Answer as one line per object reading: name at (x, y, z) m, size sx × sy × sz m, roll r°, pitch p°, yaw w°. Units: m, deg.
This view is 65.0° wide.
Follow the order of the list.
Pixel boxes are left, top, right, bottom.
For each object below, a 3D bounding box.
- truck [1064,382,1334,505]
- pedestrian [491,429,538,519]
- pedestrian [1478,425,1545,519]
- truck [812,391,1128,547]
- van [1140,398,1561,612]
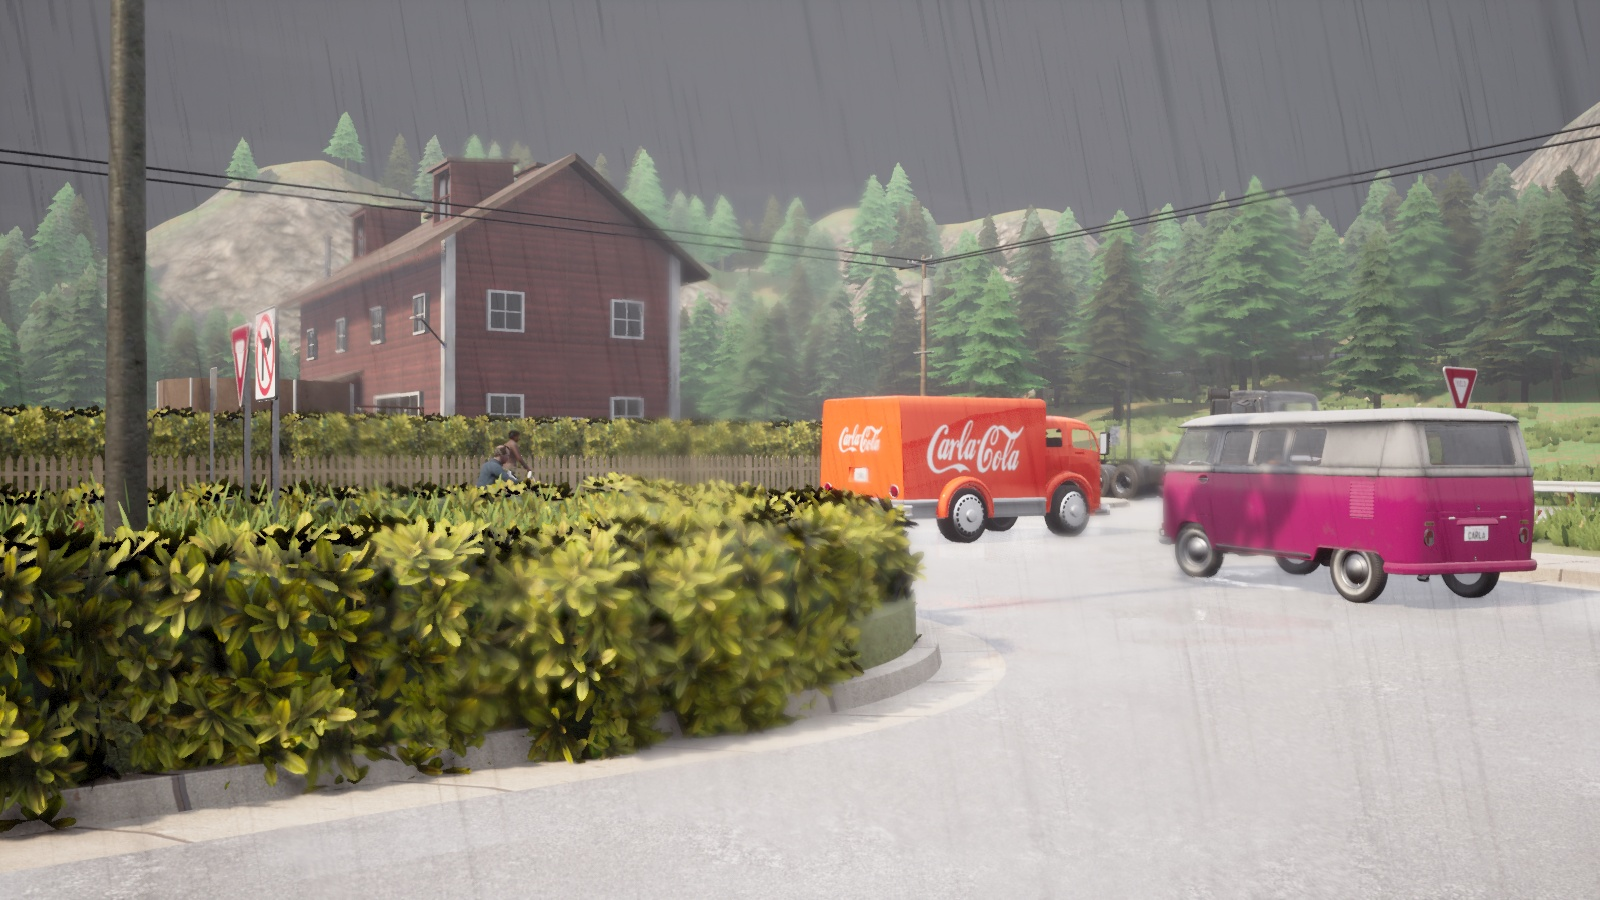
truck at (12.222, -0.167, 39.272) m, size 2.891 × 3.462 × 7.936 m, roll 0°, pitch 0°, yaw -34°
pedestrian at (-5.799, 0.475, 25.488) m, size 0.869 × 1.805 × 0.328 m, roll 0°, pitch 0°, yaw -35°
pedestrian at (14.319, 0.432, 25.272) m, size 0.900 × 1.855 × 0.874 m, roll 0°, pitch 0°, yaw -35°
truck at (3.098, 0.306, 22.486) m, size 5.204 × 2.467 × 2.627 m, roll 0°, pitch 0°, yaw -35°
van at (5.870, 0.520, 14.076) m, size 1.775 × 1.987 × 4.442 m, roll 0°, pitch 0°, yaw -19°
